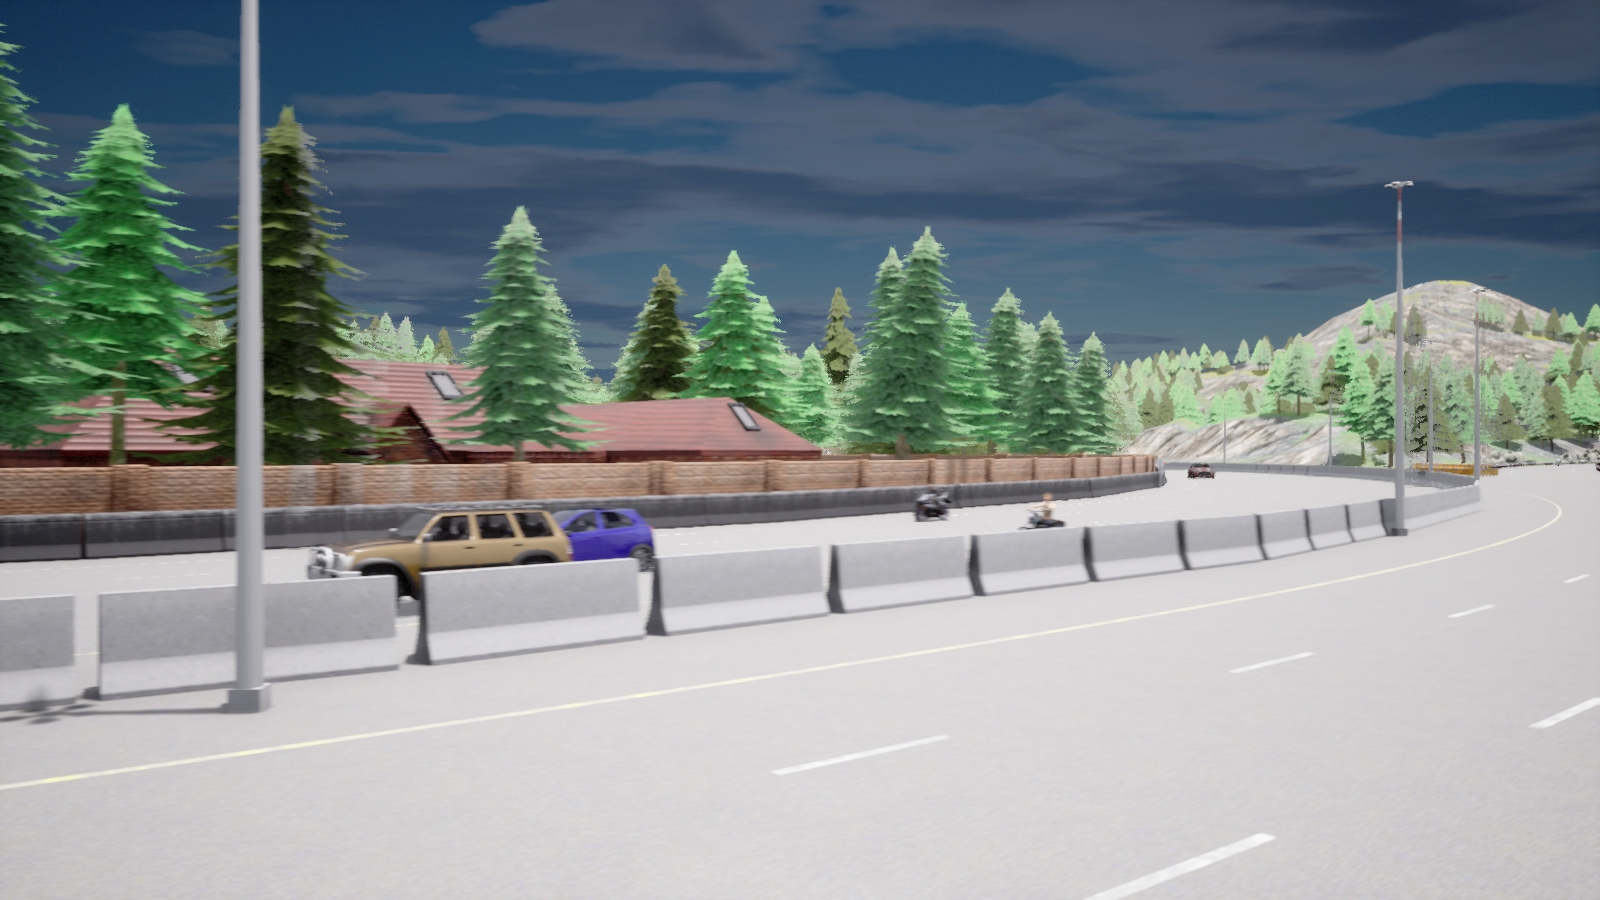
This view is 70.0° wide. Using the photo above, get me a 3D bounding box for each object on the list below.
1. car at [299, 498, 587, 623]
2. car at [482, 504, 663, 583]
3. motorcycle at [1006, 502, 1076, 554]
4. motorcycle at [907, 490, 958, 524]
[{"bbox_3d":[-6.395,1.893,20.750,4.605,1.855,1.932,0,0,-38],"label":"car"},{"bbox_3d":[-5.174,2.072,26.144,3.633,1.501,1.845,0,0,-39],"label":"car"},{"bbox_3d":[6.846,2.178,32.340,2.356,1.325,0.764,0,0,-45],"label":"motorcycle"},{"bbox_3d":[5.276,2.253,45.520,0.867,1.251,2.209,-2,-1,43],"label":"motorcycle"}]
